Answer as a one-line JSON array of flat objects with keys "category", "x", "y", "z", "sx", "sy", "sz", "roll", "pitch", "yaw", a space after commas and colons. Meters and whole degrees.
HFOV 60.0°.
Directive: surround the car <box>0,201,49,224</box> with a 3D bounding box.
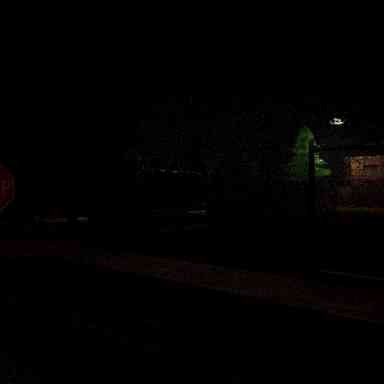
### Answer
[{"category": "car", "x": -11.957, "y": 1.377, "z": 22.017, "sx": 2.128, "sy": 1.511, "sz": 4.902, "roll": 0, "pitch": 0, "yaw": 32}]
